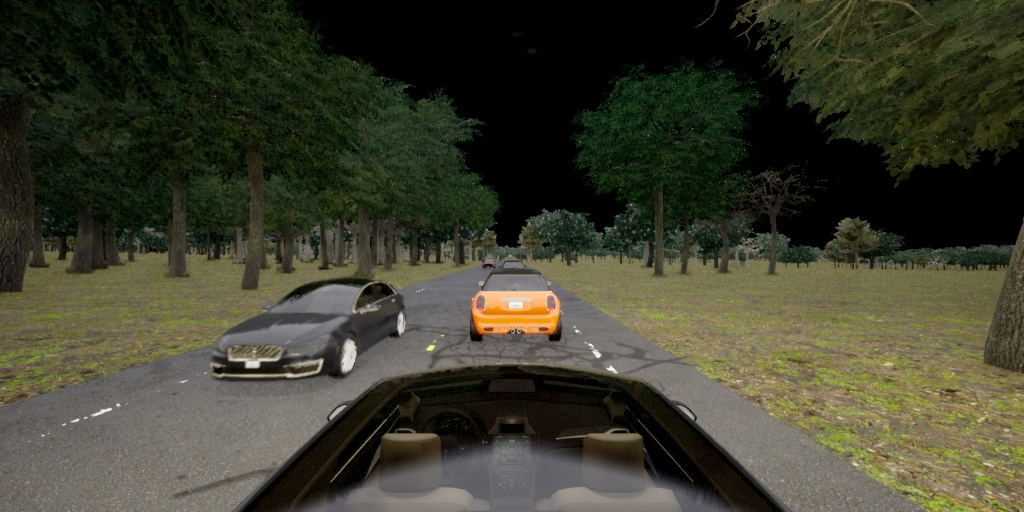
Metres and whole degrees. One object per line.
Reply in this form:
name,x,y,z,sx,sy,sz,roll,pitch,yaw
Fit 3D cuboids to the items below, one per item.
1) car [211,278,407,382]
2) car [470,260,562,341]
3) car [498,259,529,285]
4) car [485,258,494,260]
car,-3.612,1.255,7.412,1.837,1.490,4.892,0,0,0
car,0.082,1.102,10.016,2.097,1.767,4.553,0,0,0
car,0.043,1.103,26.753,2.097,1.767,4.553,0,0,-1
car,-3.653,1.175,57.722,2.097,1.767,4.553,0,0,0
